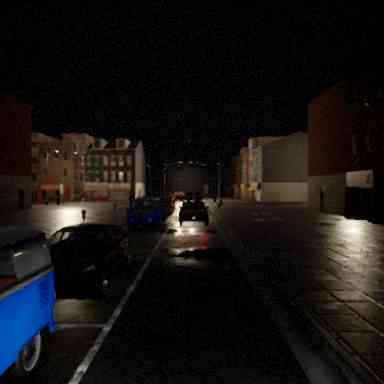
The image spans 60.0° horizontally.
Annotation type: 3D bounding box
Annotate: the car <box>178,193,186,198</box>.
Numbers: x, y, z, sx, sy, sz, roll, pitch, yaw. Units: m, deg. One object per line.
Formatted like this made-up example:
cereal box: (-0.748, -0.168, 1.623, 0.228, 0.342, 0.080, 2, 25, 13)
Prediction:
car: (-2.620, 0.976, 88.973, 2.008, 1.369, 4.403, 0, 0, 0)

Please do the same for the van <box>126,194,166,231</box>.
van: (-2.639, 1.200, 19.127, 1.690, 1.788, 3.998, 0, 0, 0)

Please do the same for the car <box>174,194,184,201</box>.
car: (-2.625, 1.112, 67.265, 1.947, 1.339, 4.313, 0, 0, 0)

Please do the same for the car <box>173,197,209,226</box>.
car: (0.104, 1.327, 21.957, 2.128, 1.511, 4.902, 0, 0, 0)

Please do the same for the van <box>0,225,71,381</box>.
van: (-2.643, 1.319, 2.826, 1.690, 1.788, 3.998, 0, 0, 0)

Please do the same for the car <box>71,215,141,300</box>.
car: (-2.640, 1.504, 8.261, 1.947, 1.339, 4.313, 0, 0, 0)

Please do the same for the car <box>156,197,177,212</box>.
car: (-2.633, 1.292, 35.430, 1.887, 1.381, 4.507, 0, 0, 0)

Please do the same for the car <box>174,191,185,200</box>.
car: (-2.626, 0.829, 72.691, 2.192, 1.841, 5.009, 0, 0, 0)

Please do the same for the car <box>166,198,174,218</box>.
car: (-2.636, 1.366, 24.562, 1.887, 1.381, 4.507, 0, 0, 0)

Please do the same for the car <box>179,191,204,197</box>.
car: (0.109, 0.972, 34.944, 2.150, 2.045, 5.566, 0, 0, 0)

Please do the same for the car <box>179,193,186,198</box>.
car: (-2.619, 0.923, 94.230, 1.752, 1.417, 4.829, 0, 0, 0)

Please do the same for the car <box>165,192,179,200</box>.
car: (-2.636, 1.099, 29.995, 2.192, 1.841, 5.009, 0, 0, 0)

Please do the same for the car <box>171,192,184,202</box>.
car: (-2.629, 0.893, 61.838, 2.192, 1.841, 5.009, 0, 0, 0)
